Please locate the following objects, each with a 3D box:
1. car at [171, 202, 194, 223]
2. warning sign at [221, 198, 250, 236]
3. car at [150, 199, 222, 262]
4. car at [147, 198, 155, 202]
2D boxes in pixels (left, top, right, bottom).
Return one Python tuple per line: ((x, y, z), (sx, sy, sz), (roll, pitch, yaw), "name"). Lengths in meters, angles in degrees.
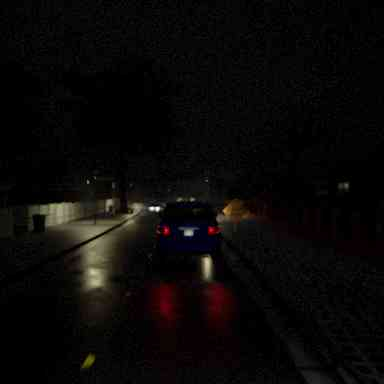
((-0.906, 1.743, 29.383), (1.882, 1.535, 5.008), (0, 0, -3), "car")
((2.223, 1.267, 17.147), (1.300, 1.860, 1.060), (1, 0, -2), "warning sign")
((-0.161, 1.338, 12.687), (2.150, 2.045, 5.566), (0, 0, -1), "car")
((-7.238, 2.123, 64.608), (2.128, 1.511, 4.902), (0, -1, -7), "car")
